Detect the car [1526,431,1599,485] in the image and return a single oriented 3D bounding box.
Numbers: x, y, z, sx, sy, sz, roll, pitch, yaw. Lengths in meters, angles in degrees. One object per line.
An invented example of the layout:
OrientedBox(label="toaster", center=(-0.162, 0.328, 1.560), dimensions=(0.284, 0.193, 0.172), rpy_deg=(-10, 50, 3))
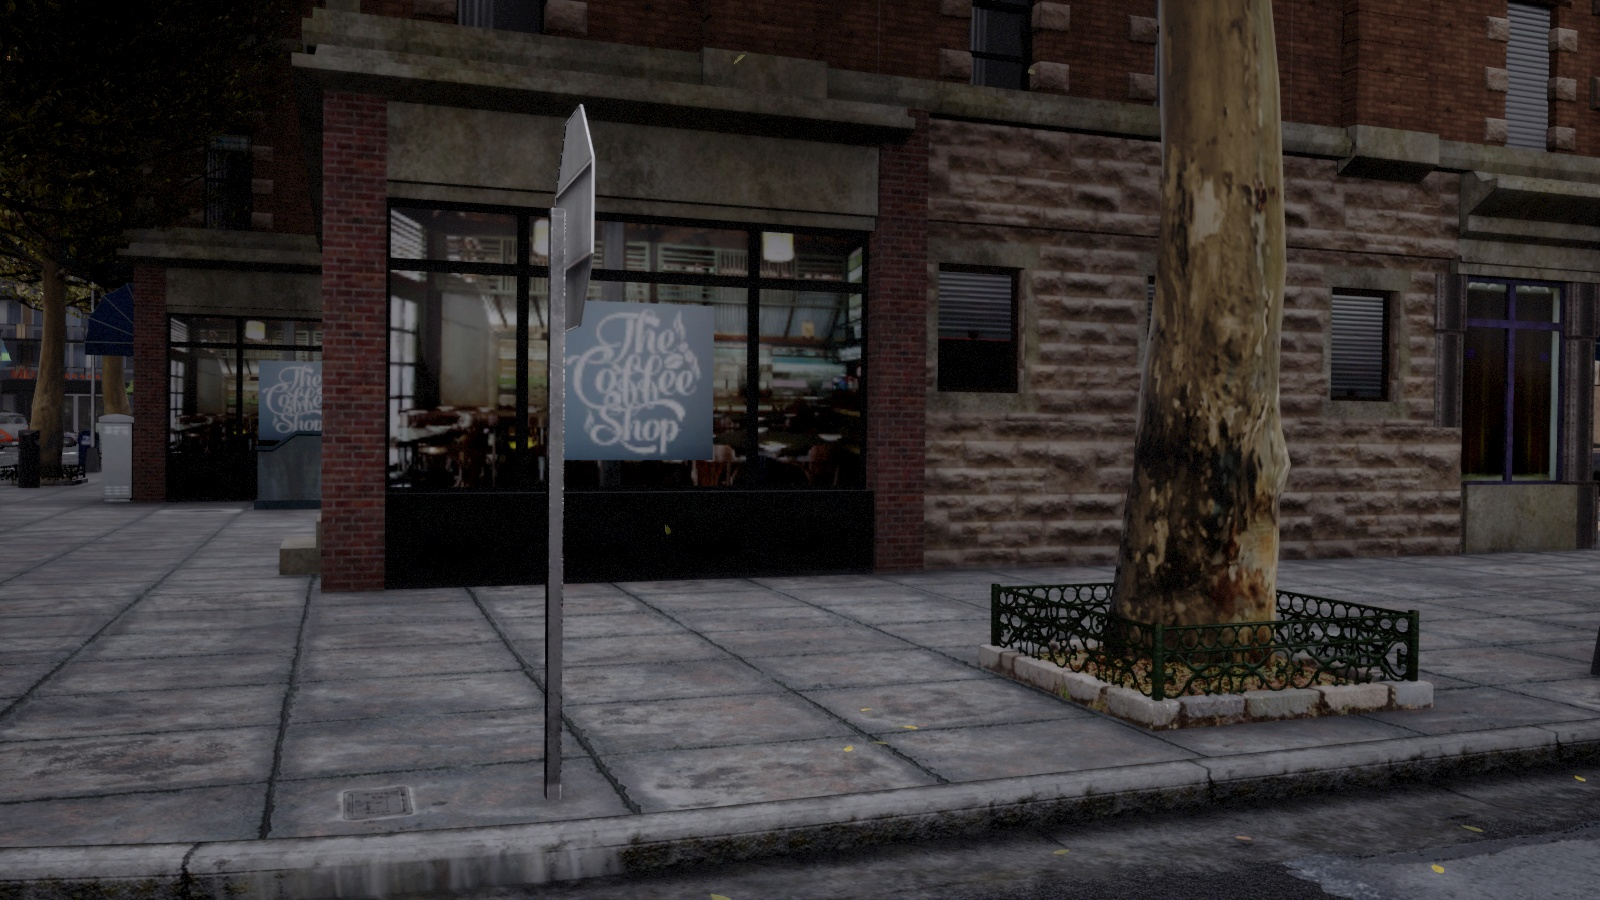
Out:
OrientedBox(label="car", center=(20.428, 0.182, 30.490), dimensions=(1.895, 1.301, 4.718), rpy_deg=(-1, 1, -20))

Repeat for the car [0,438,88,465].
OrientedBox(label="car", center=(-44.711, 0.085, 74.374), dimensions=(4.193, 1.474, 1.816), rpy_deg=(-1, 1, -20))

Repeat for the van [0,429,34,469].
OrientedBox(label="van", center=(-41.736, -0.061, 65.308), dimensions=(4.442, 1.987, 1.775), rpy_deg=(0, 1, 38))
